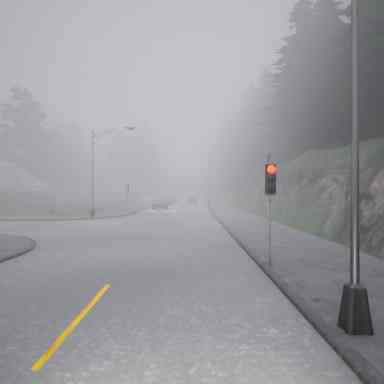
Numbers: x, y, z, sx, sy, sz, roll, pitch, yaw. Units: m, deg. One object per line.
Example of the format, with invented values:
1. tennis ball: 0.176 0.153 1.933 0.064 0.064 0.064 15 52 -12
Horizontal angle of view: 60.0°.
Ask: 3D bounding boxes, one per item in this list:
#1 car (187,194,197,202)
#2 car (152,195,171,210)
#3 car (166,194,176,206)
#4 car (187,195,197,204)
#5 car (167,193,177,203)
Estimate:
1. car: -0.049 1.355 73.585 2.097 1.767 4.553 0 0 0
2. car: -4.115 1.526 43.455 1.812 1.442 4.674 0 0 0
3. car: -4.128 1.478 53.746 1.882 1.535 5.008 0 0 0
4. car: 0.056 1.478 63.492 1.882 1.535 5.008 0 0 0
5. car: -4.086 1.221 64.426 2.150 2.045 5.566 0 0 0
